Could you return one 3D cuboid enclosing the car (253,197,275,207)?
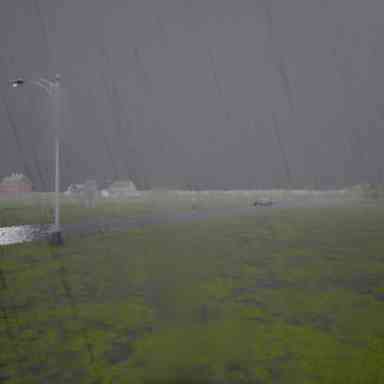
[{"bbox_3d":[11.345,1.532,52.051,2.033,1.411,5.357,1,0,34],"label":"car"}]
